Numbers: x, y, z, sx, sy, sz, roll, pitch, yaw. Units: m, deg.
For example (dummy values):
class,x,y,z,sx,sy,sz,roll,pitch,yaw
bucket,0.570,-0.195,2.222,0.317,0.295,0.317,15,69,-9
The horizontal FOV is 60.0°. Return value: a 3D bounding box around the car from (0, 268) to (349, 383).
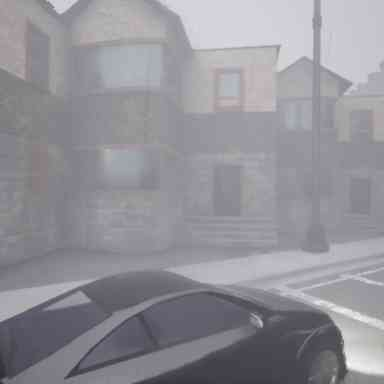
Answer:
class,x,y,z,sx,sy,sz,roll,pitch,yaw
car,-0.197,1.584,3.602,4.181,1.385,1.994,1,0,-35
